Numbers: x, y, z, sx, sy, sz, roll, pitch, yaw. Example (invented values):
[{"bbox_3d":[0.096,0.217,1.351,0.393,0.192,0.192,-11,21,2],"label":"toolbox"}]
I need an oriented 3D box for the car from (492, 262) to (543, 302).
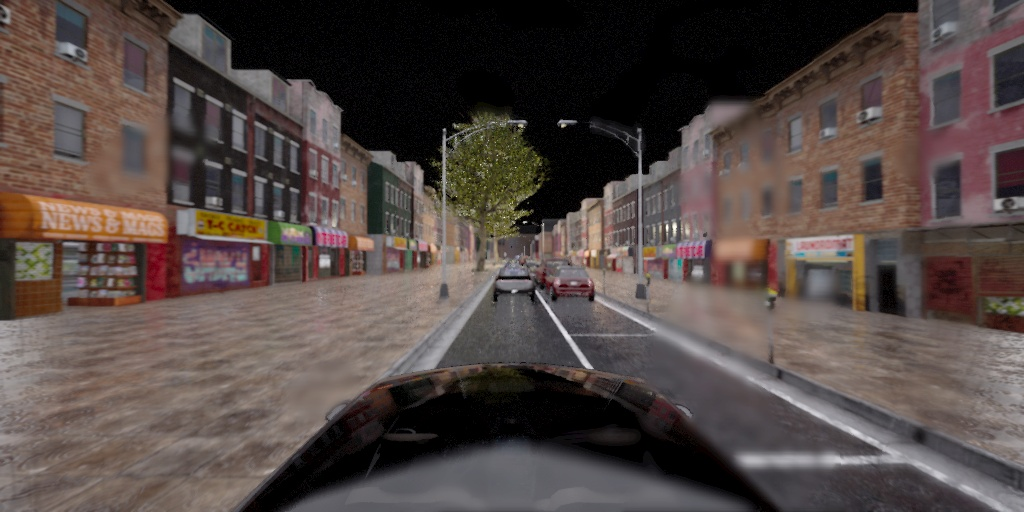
[{"bbox_3d":[0.089,1.239,17.055,2.128,1.511,4.902,0,0,0],"label":"car"}]

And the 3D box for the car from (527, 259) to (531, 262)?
[{"bbox_3d":[2.618,1.247,34.003,1.751,1.417,4.829,0,0,0],"label":"car"}]

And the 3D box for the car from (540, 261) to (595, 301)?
[{"bbox_3d":[2.628,1.186,17.208,1.967,1.591,4.097,0,0,0],"label":"car"}]

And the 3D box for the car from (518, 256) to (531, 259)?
[{"bbox_3d":[2.601,0.961,61.541,2.192,1.841,5.009,0,0,0],"label":"car"}]

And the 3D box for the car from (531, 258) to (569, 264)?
[{"bbox_3d":[2.625,1.054,22.750,2.192,1.841,5.009,0,0,0],"label":"car"}]

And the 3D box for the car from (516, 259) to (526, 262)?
[{"bbox_3d":[0.077,1.263,36.395,2.033,1.411,5.357,0,0,0],"label":"car"}]

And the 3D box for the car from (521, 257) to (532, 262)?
[{"bbox_3d":[2.608,1.232,50.458,2.007,1.370,4.403,0,0,0],"label":"car"}]
